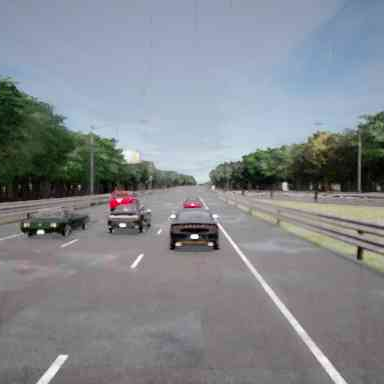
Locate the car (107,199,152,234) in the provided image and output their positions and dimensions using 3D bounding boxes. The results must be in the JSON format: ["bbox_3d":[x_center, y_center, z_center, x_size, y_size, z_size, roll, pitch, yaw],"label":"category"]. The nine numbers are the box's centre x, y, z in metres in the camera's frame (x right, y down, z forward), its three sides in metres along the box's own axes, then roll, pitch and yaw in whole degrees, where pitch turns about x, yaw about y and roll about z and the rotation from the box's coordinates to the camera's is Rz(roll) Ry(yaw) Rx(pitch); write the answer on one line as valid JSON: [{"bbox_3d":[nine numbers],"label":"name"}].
[{"bbox_3d":[-3.409,1.397,18.771,2.128,1.511,4.902,0,1,0],"label":"car"}]

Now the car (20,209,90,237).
[{"bbox_3d":[-6.907,1.520,17.403,1.895,1.301,4.718,0,1,0],"label":"car"}]

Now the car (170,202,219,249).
[{"bbox_3d":[0.092,1.423,14.316,1.882,1.535,5.008,0,0,0],"label":"car"}]

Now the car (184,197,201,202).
[{"bbox_3d":[0.085,1.222,35.590,1.994,1.385,4.181,0,1,0],"label":"car"}]

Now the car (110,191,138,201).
[{"bbox_3d":[-6.915,0.905,34.243,2.150,2.045,5.566,0,1,0],"label":"car"}]
